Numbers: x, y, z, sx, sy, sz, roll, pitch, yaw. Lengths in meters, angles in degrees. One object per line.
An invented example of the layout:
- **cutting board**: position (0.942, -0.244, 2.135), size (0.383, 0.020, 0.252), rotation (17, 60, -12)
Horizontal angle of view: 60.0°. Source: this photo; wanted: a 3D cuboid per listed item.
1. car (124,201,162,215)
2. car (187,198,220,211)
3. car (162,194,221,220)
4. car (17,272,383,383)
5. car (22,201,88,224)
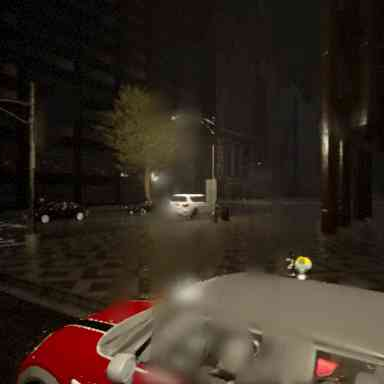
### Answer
- **car**: position (-4.478, 1.577, 33.216), size (1.895, 1.301, 4.718), rotation (0, 0, 35)
- **car**: position (1.470, 1.480, 41.581), size (1.812, 1.442, 4.674), rotation (0, 0, 35)
- **car**: position (0.291, 1.220, 28.395), size (2.150, 2.045, 5.566), rotation (0, 0, 36)
- **car**: position (0.336, 1.442, 2.718), size (4.097, 1.590, 1.967), rotation (0, 0, 35)
- **car**: position (-10.215, 1.503, 25.139), size (1.837, 1.490, 4.892), rotation (0, 0, 35)
